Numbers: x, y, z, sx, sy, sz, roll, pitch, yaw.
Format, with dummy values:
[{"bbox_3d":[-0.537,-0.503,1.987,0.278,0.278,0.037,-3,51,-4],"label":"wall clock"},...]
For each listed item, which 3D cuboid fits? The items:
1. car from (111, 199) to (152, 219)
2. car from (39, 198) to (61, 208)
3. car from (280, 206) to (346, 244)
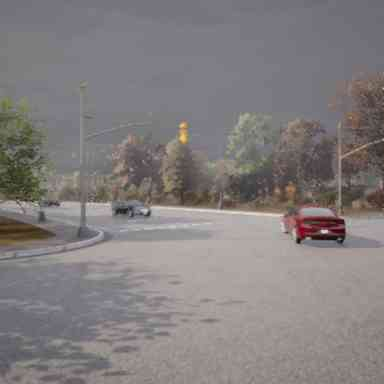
[{"bbox_3d":[-5.194,1.383,28.154,2.128,1.511,4.902,-1,0,-38],"label":"car"},{"bbox_3d":[-20.058,1.553,46.812,1.895,1.301,4.718,-1,0,-39],"label":"car"},{"bbox_3d":[5.375,1.359,15.273,1.882,1.535,5.008,1,0,6],"label":"car"}]
